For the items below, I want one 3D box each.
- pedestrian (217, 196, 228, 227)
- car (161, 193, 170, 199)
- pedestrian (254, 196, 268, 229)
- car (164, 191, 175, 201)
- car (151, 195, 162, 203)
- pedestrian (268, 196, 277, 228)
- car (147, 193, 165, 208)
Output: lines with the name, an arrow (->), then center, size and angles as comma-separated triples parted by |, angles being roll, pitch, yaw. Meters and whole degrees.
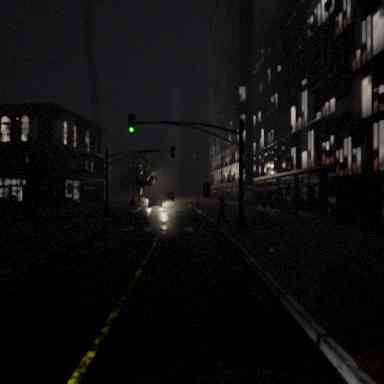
pedestrian -> 1.694, 1.057, 19.132 | 0.375, 1.860, 0.375 | 1, -1, -2
car -> -6.365, 0.974, 79.424 | 1.812, 1.442, 4.674 | 0, 0, -10
pedestrian -> 3.728, 1.064, 18.004 | 0.375, 1.860, 0.375 | 1, -1, -2
car -> -4.823, 0.893, 69.155 | 2.150, 2.045, 5.566 | 0, 0, -8
car -> -6.498, 1.312, 60.167 | 1.895, 1.301, 4.718 | 0, 0, -6
pedestrian -> 4.376, 1.069, 18.626 | 0.375, 1.860, 0.375 | 1, -1, -2
car -> -4.827, 1.269, 43.919 | 1.882, 1.535, 5.008 | 0, 0, -5
